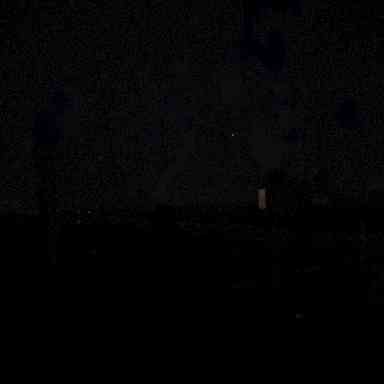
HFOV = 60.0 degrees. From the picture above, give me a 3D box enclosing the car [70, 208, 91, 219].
[{"bbox_3d":[-17.204,3.184,51.032,2.097,1.767,4.553,-3,0,-36],"label":"car"}]
